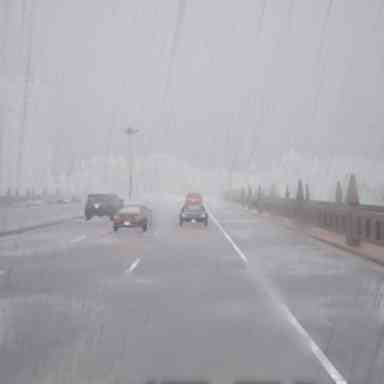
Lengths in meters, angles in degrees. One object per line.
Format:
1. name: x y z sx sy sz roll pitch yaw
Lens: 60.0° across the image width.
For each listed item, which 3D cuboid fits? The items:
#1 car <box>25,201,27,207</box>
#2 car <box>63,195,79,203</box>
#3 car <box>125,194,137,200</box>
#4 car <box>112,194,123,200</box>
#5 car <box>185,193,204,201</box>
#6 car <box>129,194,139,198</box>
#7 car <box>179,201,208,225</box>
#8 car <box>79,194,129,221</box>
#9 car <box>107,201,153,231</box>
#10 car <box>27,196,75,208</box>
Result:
1. car: -20.845 1.452 45.594 1.895 1.301 4.718 0 0 2
2. car: -17.315 1.200 46.520 2.097 1.767 4.553 0 0 2
3. car: -16.077 1.221 87.391 2.128 1.511 4.902 0 0 2
4. car: -19.576 1.196 87.491 1.837 1.490 4.892 0 0 2
5. car: 0.259 1.086 41.640 2.150 2.045 5.566 0 0 2
6. car: -12.953 1.258 74.245 1.837 1.490 4.892 0 0 2
7. car: 0.095 1.525 23.235 1.895 1.301 4.718 0 0 0
8. car: -6.904 1.134 26.804 2.150 2.045 5.566 0 0 0
9. car: -3.403 1.461 19.740 1.812 1.442 4.674 0 0 0
10. car: -14.072 1.438 33.592 2.033 1.411 5.357 0 0 0
